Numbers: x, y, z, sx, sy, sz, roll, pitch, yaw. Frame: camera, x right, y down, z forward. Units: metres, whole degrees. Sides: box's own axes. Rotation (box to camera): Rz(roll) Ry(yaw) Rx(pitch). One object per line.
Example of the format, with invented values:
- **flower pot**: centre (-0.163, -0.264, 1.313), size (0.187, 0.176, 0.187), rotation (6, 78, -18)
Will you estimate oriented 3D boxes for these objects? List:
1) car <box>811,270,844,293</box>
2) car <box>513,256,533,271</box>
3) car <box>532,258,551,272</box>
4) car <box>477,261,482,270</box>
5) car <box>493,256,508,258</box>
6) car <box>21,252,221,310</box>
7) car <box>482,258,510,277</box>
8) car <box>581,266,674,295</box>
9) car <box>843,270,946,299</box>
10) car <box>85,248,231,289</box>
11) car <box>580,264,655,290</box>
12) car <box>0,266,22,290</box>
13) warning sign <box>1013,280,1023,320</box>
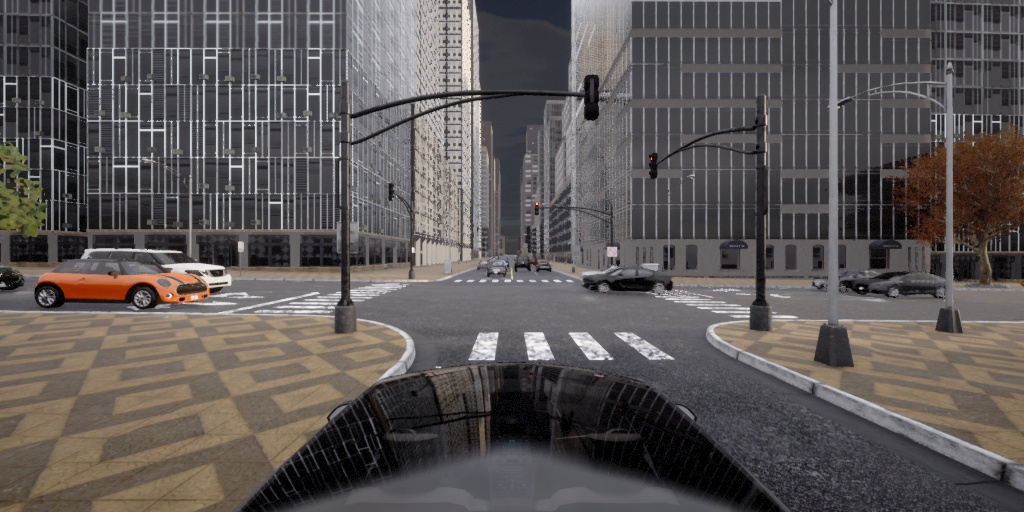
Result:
- **car**: centre (23.296, 1.684, 24.530), size (4.902, 1.511, 2.128), rotation (1, 0, -3)
- **car**: centre (1.412, 0.982, 50.349), size (2.150, 2.045, 5.566), rotation (0, 0, -1)
- **car**: centre (3.957, 1.329, 45.354), size (1.948, 1.339, 4.313), rotation (0, 0, 0)
- **car**: centre (-3.993, 1.343, 50.853), size (1.802, 1.307, 4.207), rotation (0, 0, 0)
- **car**: centre (-1.545, 0.978, 60.526), size (2.150, 2.045, 5.566), rotation (0, 0, 0)
- **car**: centre (-13.725, 0.876, 12.877), size (4.553, 1.767, 2.097), rotation (1, 0, -3)
- **car**: centre (-1.471, 1.259, 35.777), size (2.128, 1.511, 4.902), rotation (0, 0, 0)
- **car**: centre (6.578, 1.356, 20.504), size (5.008, 1.535, 1.882), rotation (2, 0, -3)
- **car**: centre (23.034, 1.693, 21.264), size (4.892, 1.490, 1.837), rotation (1, 0, -3)
- **car**: centre (-15.926, 0.704, 16.031), size (5.566, 2.045, 2.150), rotation (1, 0, -3)
- **car**: centre (7.127, 1.386, 24.677), size (4.674, 1.442, 1.812), rotation (3, 0, 11)
- **car**: centre (-24.630, 0.678, 15.638), size (4.553, 1.767, 2.097), rotation (1, 0, -3)
- **warning sign**: centre (17.281, 1.204, 11.543), size (1.060, 1.860, 1.300), rotation (0, 0, -3)
